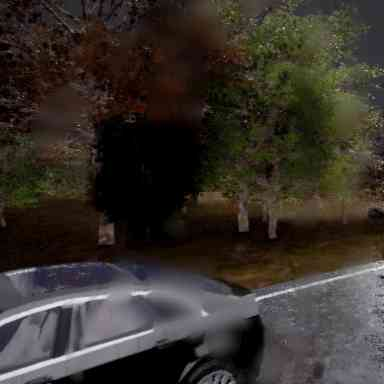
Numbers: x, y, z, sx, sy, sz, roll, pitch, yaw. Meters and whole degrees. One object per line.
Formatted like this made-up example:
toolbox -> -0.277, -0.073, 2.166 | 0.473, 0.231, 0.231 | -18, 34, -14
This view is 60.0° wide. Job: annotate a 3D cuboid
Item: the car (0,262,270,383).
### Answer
car -> -1.474, 1.489, 2.879 | 4.902, 1.511, 2.128 | 0, 0, -35
